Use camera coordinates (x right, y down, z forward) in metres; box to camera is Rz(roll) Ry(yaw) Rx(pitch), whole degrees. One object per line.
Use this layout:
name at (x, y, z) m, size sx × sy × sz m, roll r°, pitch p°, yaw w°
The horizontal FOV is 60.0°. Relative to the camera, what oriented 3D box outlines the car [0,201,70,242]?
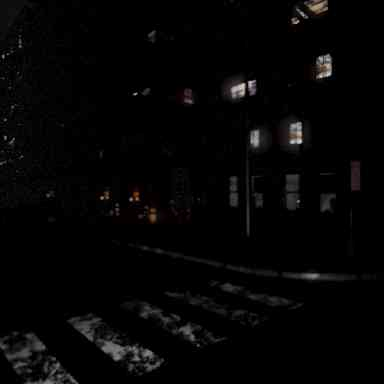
car at (-7.945, 1.397, 17.080) m, size 2.192 × 1.841 × 5.009 m, roll -3°, pitch 1°, yaw -40°
